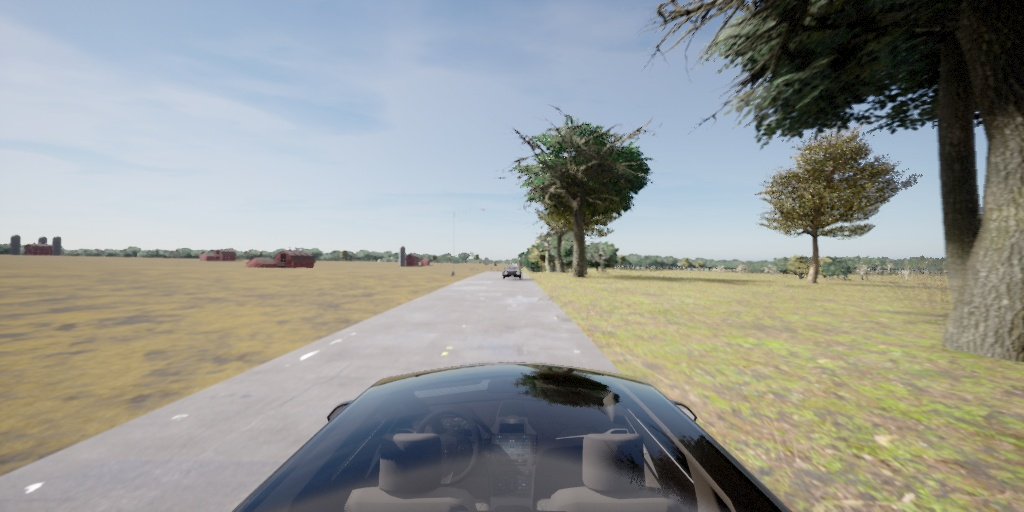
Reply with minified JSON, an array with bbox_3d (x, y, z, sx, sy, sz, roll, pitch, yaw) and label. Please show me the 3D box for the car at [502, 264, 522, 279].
[{"bbox_3d":[0.015,1.670,35.592,1.895,1.301,4.718,0,-1,0],"label":"car"}]
